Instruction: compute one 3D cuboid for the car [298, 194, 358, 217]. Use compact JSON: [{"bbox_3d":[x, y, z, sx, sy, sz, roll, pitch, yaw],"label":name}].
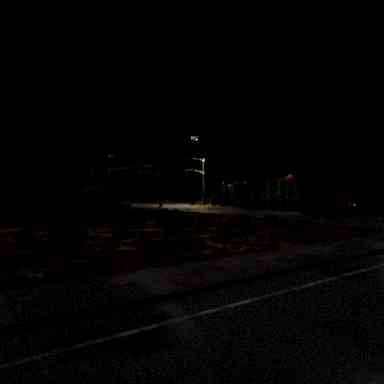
[{"bbox_3d":[12.829,1.224,31.630,2.150,2.045,5.566,0,0,-36],"label":"car"}]
